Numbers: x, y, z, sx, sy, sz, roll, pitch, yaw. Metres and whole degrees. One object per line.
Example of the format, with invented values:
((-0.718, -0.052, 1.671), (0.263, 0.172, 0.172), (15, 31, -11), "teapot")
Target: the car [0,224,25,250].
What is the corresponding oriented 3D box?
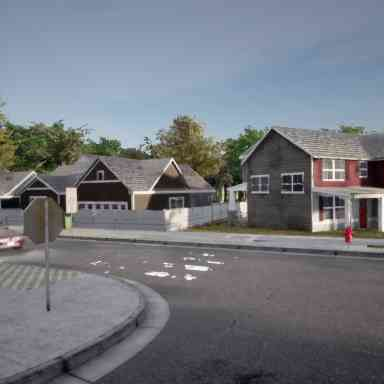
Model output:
((-10.387, 2.212, 16.601), (4.674, 1.442, 1.812), (-2, 0, 30), "car")
